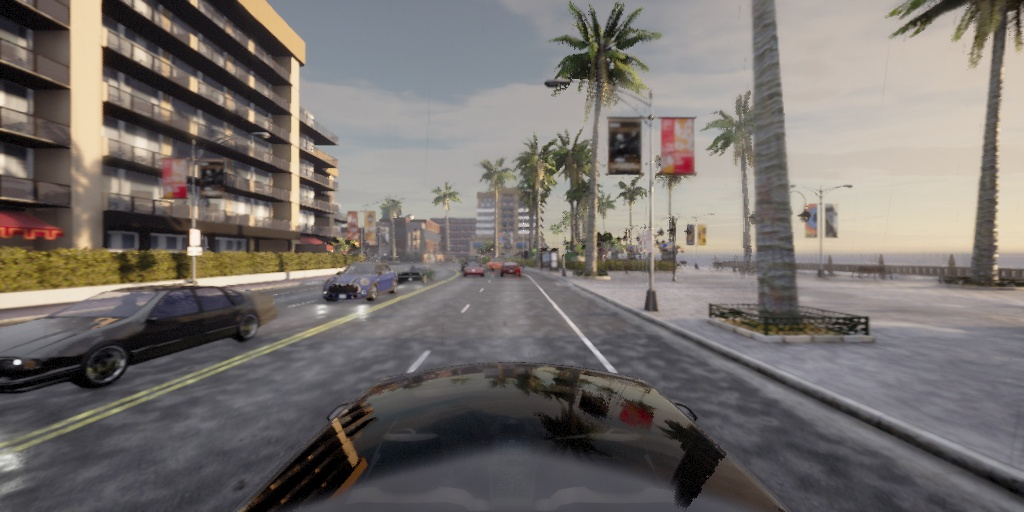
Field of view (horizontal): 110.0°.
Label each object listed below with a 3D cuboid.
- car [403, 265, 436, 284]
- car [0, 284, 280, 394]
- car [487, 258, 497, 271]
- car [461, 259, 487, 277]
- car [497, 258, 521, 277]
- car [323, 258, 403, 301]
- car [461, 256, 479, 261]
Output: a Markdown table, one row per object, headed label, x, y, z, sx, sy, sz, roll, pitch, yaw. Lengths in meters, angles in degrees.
| label | x | y | z | sx | sy | sz | roll | pitch | yaw |
| --- | --- | --- | --- | --- | --- | --- | --- | --- | --- |
| car | -7.180 | 1.350 | 27.503 | 1.895 | 1.301 | 4.718 | 0 | 0 | -1 |
| car | -7.104 | 1.302 | 7.166 | 2.033 | 1.411 | 5.357 | 0 | 0 | 0 |
| car | -2.148 | 1.091 | 48.247 | 2.097 | 1.767 | 4.553 | 0 | 0 | -14 |
| car | -3.699 | 1.308 | 35.189 | 1.994 | 1.385 | 4.181 | 0 | 0 | -4 |
| car | -0.209 | 1.219 | 35.512 | 1.882 | 1.535 | 5.008 | 0 | 0 | -4 |
| car | -7.116 | 1.104 | 17.260 | 2.097 | 1.767 | 4.553 | 0 | 0 | -1 |
| car | -5.444 | 0.967 | 47.115 | 2.150 | 2.045 | 5.566 | 0 | 0 | -13 |
